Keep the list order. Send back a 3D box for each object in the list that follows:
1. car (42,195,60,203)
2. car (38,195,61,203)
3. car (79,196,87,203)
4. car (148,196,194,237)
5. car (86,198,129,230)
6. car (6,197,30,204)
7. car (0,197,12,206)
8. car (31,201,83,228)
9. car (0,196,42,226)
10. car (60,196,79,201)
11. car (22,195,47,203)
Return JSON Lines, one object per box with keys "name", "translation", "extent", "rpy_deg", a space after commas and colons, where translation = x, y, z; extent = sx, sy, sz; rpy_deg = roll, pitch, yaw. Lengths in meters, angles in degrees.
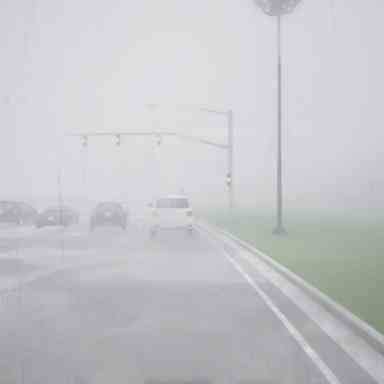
{"name": "car", "translation": [-25.909, 1.577, 59.152], "extent": [4.181, 1.385, 1.994], "rpy_deg": [0, 0, 39]}
{"name": "car", "translation": [-30.395, 1.413, 70.874], "extent": [5.008, 1.535, 1.882], "rpy_deg": [0, 0, 29]}
{"name": "car", "translation": [-21.718, 1.547, 64.775], "extent": [5.357, 1.411, 2.033], "rpy_deg": [0, 0, 39]}
{"name": "car", "translation": [-1.217, 1.213, 18.390], "extent": [2.150, 2.045, 5.566], "rpy_deg": [0, 0, -7]}
{"name": "car", "translation": [-5.190, 1.349, 21.416], "extent": [2.097, 1.767, 4.553], "rpy_deg": [0, 0, -8]}
{"name": "car", "translation": [-33.934, 1.556, 64.834], "extent": [4.718, 1.301, 1.895], "rpy_deg": [0, 0, 29]}
{"name": "car", "translation": [-32.298, 1.575, 55.375], "extent": [5.357, 1.411, 2.033], "rpy_deg": [0, 0, 36]}
{"name": "car", "translation": [-8.829, 1.567, 22.118], "extent": [1.994, 1.385, 4.181], "rpy_deg": [0, 0, -8]}
{"name": "car", "translation": [-12.598, 1.361, 23.588], "extent": [2.097, 1.767, 4.553], "rpy_deg": [0, 0, -9]}
{"name": "car", "translation": [-23.730, 1.512, 61.885], "extent": [4.892, 1.490, 1.837], "rpy_deg": [0, 0, 39]}
{"name": "car", "translation": [-32.151, 1.425, 67.847], "extent": [5.008, 1.535, 1.882], "rpy_deg": [0, 0, 29]}
